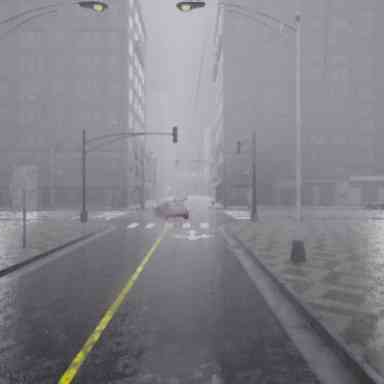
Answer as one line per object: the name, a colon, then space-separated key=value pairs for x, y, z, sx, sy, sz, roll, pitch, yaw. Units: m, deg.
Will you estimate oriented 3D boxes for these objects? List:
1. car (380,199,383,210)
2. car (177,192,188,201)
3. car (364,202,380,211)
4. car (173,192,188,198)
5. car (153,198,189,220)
car: x=22.422 y=1.024 z=33.214 sx=5.566 sy=2.045 sz=2.150 roll=0 pitch=0 yaw=0
car: x=-2.096 y=0.956 z=74.734 sx=2.150 sy=2.045 sz=5.566 roll=0 pitch=0 yaw=0
car: x=21.500 y=1.418 z=36.458 sx=4.718 sy=1.301 sz=1.895 roll=0 pitch=0 yaw=0
car: x=-2.221 y=1.258 z=58.878 sx=2.128 sy=1.511 sz=4.902 roll=0 pitch=0 yaw=1
car: x=-1.747 y=1.417 z=26.400 sx=1.994 sy=1.385 sz=4.181 roll=0 pitch=0 yaw=-20
